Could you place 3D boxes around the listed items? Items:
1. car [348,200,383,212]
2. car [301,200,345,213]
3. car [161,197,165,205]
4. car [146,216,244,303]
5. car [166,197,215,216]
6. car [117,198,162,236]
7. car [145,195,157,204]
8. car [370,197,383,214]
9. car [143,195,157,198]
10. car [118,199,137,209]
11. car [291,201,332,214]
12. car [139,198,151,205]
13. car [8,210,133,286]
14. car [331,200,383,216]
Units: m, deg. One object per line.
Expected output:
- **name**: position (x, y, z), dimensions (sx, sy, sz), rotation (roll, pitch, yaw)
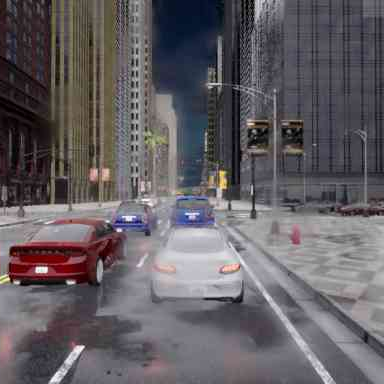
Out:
- **car**: position (20.857, 1.641, 38.769), dimensions (4.313, 1.339, 1.947), rotation (0, 0, -1)
- **car**: position (15.217, 1.661, 38.687), dimensions (4.313, 1.339, 1.947), rotation (0, 0, -1)
- **car**: position (-6.518, 1.802, 60.684), dimensions (1.837, 1.490, 4.892), rotation (0, 0, 1)
- **car**: position (0.105, 1.534, 8.073), dimensions (1.812, 1.442, 4.674), rotation (0, 0, 0)
- **car**: position (0.041, 1.257, 17.775), dimensions (2.150, 2.045, 5.566), rotation (0, 0, 1)
- **car**: position (-3.134, 1.391, 18.672), dimensions (2.097, 1.767, 4.553), rotation (0, 0, 0)
- **car**: position (-9.682, 1.675, 79.706), dimensions (2.150, 2.045, 5.566), rotation (0, 0, 0)
- **car**: position (22.165, 1.391, 36.035), dimensions (4.553, 1.767, 2.097), rotation (0, -1, -1)
- **car**: position (-6.555, 1.451, 50.972), dimensions (2.150, 2.045, 5.566), rotation (0, 0, 0)
- **car**: position (-9.804, 1.776, 50.966), dimensions (2.033, 1.411, 5.357), rotation (0, 0, 0)
- **car**: position (12.833, 1.634, 35.900), dimensions (4.181, 1.385, 1.994), rotation (0, -1, -1)
- **car**: position (-9.695, 1.882, 68.300), dimensions (1.812, 1.442, 4.674), rotation (0, -1, 0)
- **car**: position (-3.144, 1.488, 9.445), dimensions (1.882, 1.535, 5.008), rotation (0, 0, 0)
- **car**: position (15.340, 1.576, 30.163), dimensions (4.206, 1.307, 1.802), rotation (0, 0, -1)
